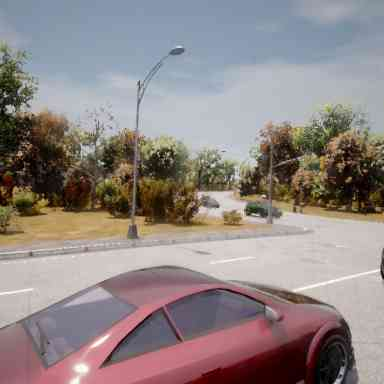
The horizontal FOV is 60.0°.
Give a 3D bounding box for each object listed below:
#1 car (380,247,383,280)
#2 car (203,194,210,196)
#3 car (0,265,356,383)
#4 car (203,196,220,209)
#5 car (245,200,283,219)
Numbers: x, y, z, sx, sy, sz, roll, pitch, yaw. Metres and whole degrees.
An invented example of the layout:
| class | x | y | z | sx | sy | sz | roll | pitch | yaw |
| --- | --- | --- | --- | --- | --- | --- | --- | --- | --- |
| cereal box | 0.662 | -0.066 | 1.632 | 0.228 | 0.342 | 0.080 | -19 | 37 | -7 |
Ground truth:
| class | x | y | z | sx | sy | sz | roll | pitch | yaw |
| --- | --- | --- | --- | --- | --- | --- | --- | --- | --- |
| car | 6.996 | 1.487 | 8.778 | 4.553 | 1.767 | 2.097 | 2 | -1 | -35 |
| car | 3.203 | 1.130 | 78.692 | 2.128 | 1.511 | 4.902 | 2 | 2 | -1 |
| car | -0.028 | 1.572 | 3.727 | 4.181 | 1.385 | 1.994 | 0 | 0 | -36 |
| car | 3.221 | 1.909 | 54.995 | 1.837 | 1.490 | 4.892 | 2 | 1 | -14 |
| car | 8.355 | 1.998 | 39.201 | 2.150 | 2.045 | 5.566 | 3 | 0 | -21 |
